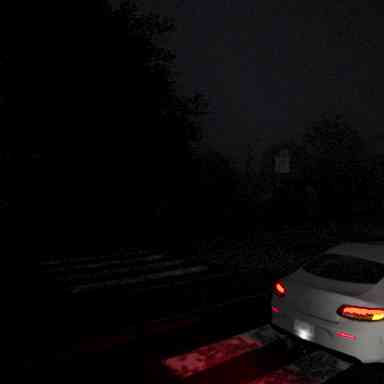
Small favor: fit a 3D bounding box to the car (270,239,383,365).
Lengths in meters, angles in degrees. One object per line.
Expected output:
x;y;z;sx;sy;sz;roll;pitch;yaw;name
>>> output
3.272;1.525;5.469;4.674;1.442;1.812;0;0;-35;car
